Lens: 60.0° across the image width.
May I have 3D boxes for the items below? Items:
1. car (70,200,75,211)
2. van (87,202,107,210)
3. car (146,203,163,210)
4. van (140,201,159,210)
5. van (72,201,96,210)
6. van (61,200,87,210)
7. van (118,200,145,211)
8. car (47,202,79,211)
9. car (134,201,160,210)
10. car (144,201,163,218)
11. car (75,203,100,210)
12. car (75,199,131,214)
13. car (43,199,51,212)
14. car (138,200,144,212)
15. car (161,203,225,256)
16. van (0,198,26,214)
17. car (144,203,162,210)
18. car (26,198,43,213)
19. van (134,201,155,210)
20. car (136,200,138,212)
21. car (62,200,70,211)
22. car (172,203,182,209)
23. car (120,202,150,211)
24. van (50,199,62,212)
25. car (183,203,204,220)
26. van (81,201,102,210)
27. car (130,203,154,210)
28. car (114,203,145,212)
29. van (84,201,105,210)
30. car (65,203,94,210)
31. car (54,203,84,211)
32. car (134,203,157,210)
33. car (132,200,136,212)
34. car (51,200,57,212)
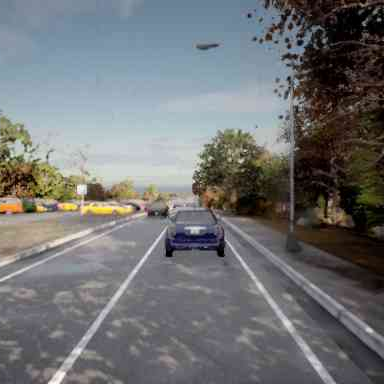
[{"bbox_3d":[-23.378,2.569,57.652,5.008,1.535,2.097,0,-2,0],"label":"car"},{"bbox_3d":[-23.478,3.377,82.554,4.442,1.987,1.878,0,-3,0],"label":"van"},{"bbox_3d":[-10.243,3.920,90.841,4.553,1.767,2.185,0,-3,0],"label":"car"},{"bbox_3d":[-10.167,3.228,79.757,4.442,1.987,1.878,0,-3,0],"label":"van"},{"bbox_3d":[-23.254,2.864,71.626,4.442,1.987,1.878,0,-2,0],"label":"van"},{"bbox_3d":[-23.493,2.658,66.091,4.442,1.987,1.878,0,-2,0],"label":"van"},{"bbox_3d":[-10.421,2.341,57.582,4.442,1.987,1.878,0,-2,0],"label":"van"},{"bbox_3d":[-23.376,2.677,60.546,5.008,1.535,2.097,0,-2,0],"label":"car"},{"bbox_3d":[-10.315,3.054,76.986,5.566,2.045,2.435,0,-3,0],"label":"car"},{"bbox_3d":[-3.331,1.802,33.691,1.882,1.535,5.008,0,-1,0],"label":"car"},{"bbox_3d":[-23.374,3.193,74.386,5.008,1.535,2.097,0,-2,0],"label":"car"},{"bbox_3d":[-10.136,1.889,38.167,5.366,1.575,1.946,0,-2,0],"label":"car"},{"bbox_3d":[-23.208,2.159,46.706,5.366,1.575,1.946,0,-2,0],"label":"car"},{"bbox_3d":[-10.283,2.005,49.260,5.566,2.045,2.435,0,-2,0],"label":"car"},{"bbox_3d":[0.105,1.378,13.388,2.097,1.767,4.553,0,0,0],"label":"car"},{"bbox_3d":[-23.516,1.748,41.057,4.442,1.987,1.878,0,-2,0],"label":"van"},{"bbox_3d":[-10.245,3.772,88.069,4.553,1.767,2.185,0,-3,0],"label":"car"},{"bbox_3d":[-23.424,1.814,43.948,5.566,2.045,2.435,0,-2,0],"label":"car"},{"bbox_3d":[-10.175,2.858,71.453,4.442,1.987,1.878,0,-2,0],"label":"van"},{"bbox_3d":[-10.345,2.030,46.485,4.553,1.767,2.185,0,-2,0],"label":"car"},{"bbox_3d":[-23.354,2.345,55.013,4.553,1.767,2.185,0,-2,0],"label":"car"},{"bbox_3d":[-3.225,3.083,74.143,2.033,1.411,5.357,0,-2,0],"label":"car"},{"bbox_3d":[-10.307,2.670,60.348,5.008,1.535,2.097,0,-2,0],"label":"car"},{"bbox_3d":[-23.505,2.141,52.249,4.442,1.987,1.878,0,-2,0],"label":"van"},{"bbox_3d":[0.111,1.774,31.225,1.837,1.490,4.892,0,-1,0],"label":"car"},{"bbox_3d":[-23.250,3.081,77.014,4.442,1.987,1.878,0,-3,0],"label":"van"},{"bbox_3d":[-10.297,3.020,68.669,4.674,1.452,2.002,0,-2,0],"label":"car"},{"bbox_3d":[-10.309,2.503,54.797,4.674,1.452,2.002,0,-2,0],"label":"car"},{"bbox_3d":[-23.480,3.236,79.913,4.442,1.987,1.878,0,-3,0],"label":"van"},{"bbox_3d":[-23.189,2.984,68.852,5.366,1.575,1.946,0,-2,0],"label":"car"},{"bbox_3d":[-23.373,2.781,63.314,4.892,1.521,2.231,0,-2,0],"label":"car"},{"bbox_3d":[-10.318,3.217,74.224,4.792,1.488,2.163,0,-3,0],"label":"car"},{"bbox_3d":[-10.323,2.059,43.706,5.008,1.535,2.097,0,-2,0],"label":"car"},{"bbox_3d":[-23.384,2.265,49.472,4.892,1.521,2.231,0,-2,0],"label":"car"}]
